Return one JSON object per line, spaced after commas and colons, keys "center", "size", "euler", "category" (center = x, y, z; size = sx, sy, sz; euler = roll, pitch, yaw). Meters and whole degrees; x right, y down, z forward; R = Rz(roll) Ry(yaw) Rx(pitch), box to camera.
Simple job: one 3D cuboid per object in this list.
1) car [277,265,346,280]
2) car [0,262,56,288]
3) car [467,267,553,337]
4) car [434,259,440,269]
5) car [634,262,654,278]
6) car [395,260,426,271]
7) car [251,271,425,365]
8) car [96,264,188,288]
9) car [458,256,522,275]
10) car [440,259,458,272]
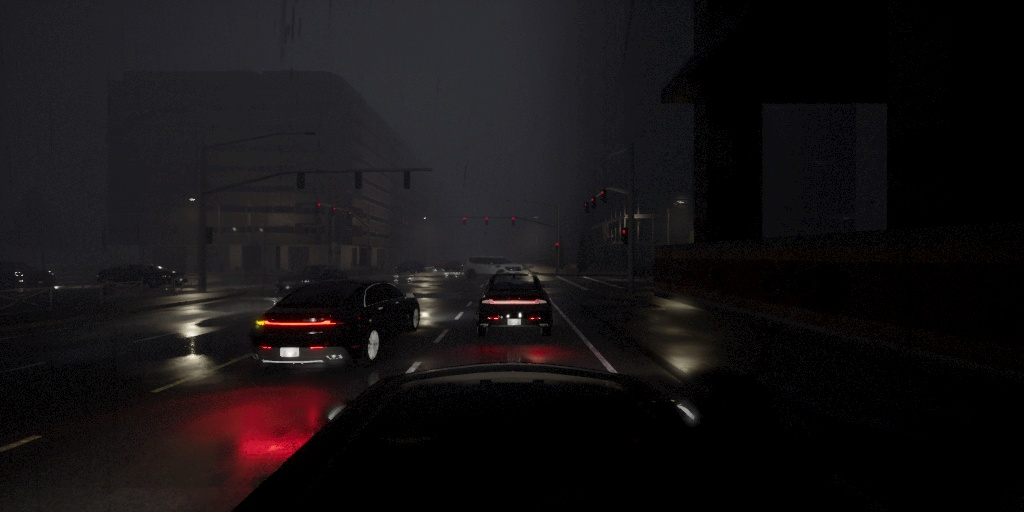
{"center": [-10.656, 1.252, 19.461], "size": [2.128, 1.511, 4.902], "euler": [0, 0, 0], "category": "car"}
{"center": [-33.392, 1.157, 23.716], "size": [4.553, 1.767, 2.097], "euler": [0, 0, 0], "category": "car"}
{"center": [0.060, 1.242, 10.337], "size": [2.128, 1.511, 4.902], "euler": [0, 0, 0], "category": "car"}
{"center": [-10.947, 1.228, 56.723], "size": [1.882, 1.535, 5.008], "euler": [0, 0, 1], "category": "car"}
{"center": [13.951, 1.297, 34.326], "size": [4.902, 1.511, 2.128], "euler": [0, 0, 0], "category": "car"}
{"center": [-11.468, 1.235, 40.798], "size": [1.882, 1.535, 5.008], "euler": [1, 0, 8], "category": "car"}
{"center": [-3.451, 1.255, 8.018], "size": [1.837, 1.490, 4.892], "euler": [0, 0, 0], "category": "car"}
{"center": [-24.325, 1.297, 23.697], "size": [4.902, 1.511, 2.128], "euler": [0, 0, 0], "category": "car"}
{"center": [-1.581, 0.997, 29.779], "size": [5.566, 2.045, 2.150], "euler": [0, 1, 38], "category": "car"}
{"center": [-7.467, 1.297, 46.202], "size": [2.033, 1.411, 5.357], "euler": [0, 0, -1], "category": "car"}
